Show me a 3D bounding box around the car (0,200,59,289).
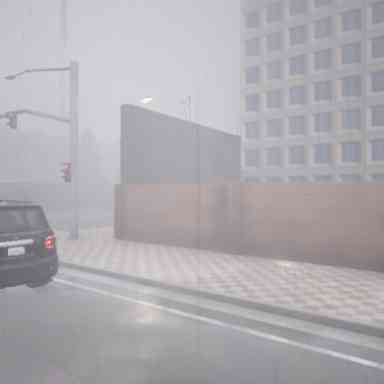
[{"bbox_3d":[-5.413,1.213,8.034,5.566,2.045,2.150,0,0,39],"label":"car"}]
